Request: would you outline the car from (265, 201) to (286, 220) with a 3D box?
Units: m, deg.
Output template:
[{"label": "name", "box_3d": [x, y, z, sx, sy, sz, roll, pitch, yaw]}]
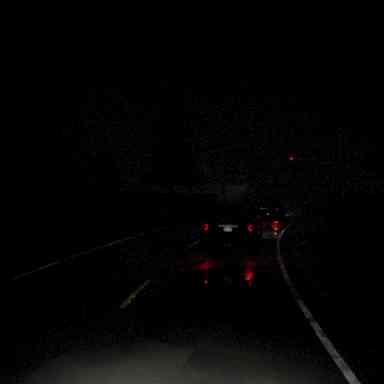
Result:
[{"label": "car", "box_3d": [6.742, 1.493, 27.980, 2.128, 1.511, 4.902, 0, 0, 21]}]

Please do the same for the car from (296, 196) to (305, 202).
[{"label": "car", "box_3d": [24.125, 1.503, 73.706, 2.033, 1.411, 5.357, 0, 0, 21]}]

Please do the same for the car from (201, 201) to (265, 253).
[{"label": "car", "box_3d": [1.813, 1.364, 13.997, 2.097, 1.767, 4.553, 0, 0, 14]}]
